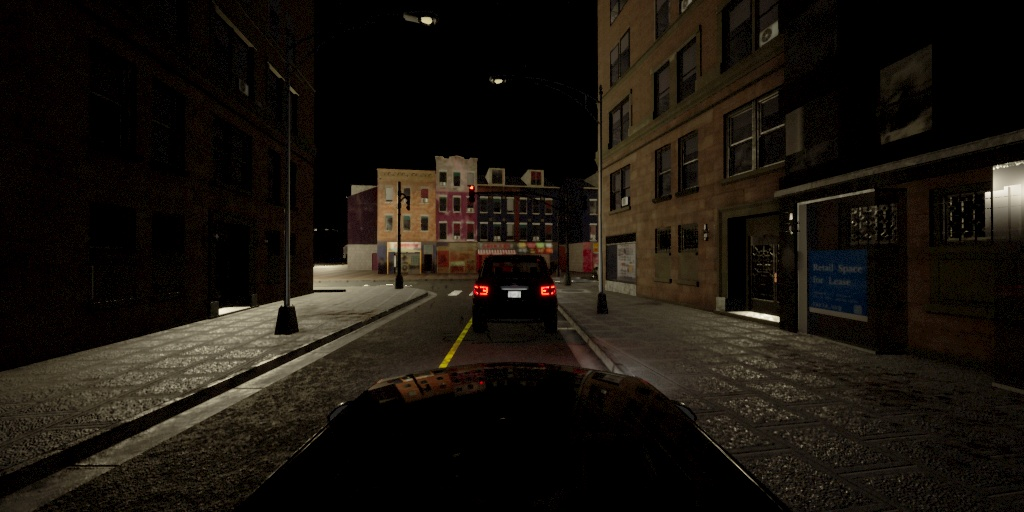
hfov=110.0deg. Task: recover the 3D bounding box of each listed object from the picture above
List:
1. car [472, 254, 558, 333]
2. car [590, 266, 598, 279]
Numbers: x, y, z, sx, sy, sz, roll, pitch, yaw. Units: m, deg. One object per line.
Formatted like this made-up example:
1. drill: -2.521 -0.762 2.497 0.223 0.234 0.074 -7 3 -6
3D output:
1. car: 0.098 0.972 10.899 2.150 2.045 5.566 0 0 1
2. car: 8.890 1.090 29.904 4.553 1.767 2.097 0 0 -10
